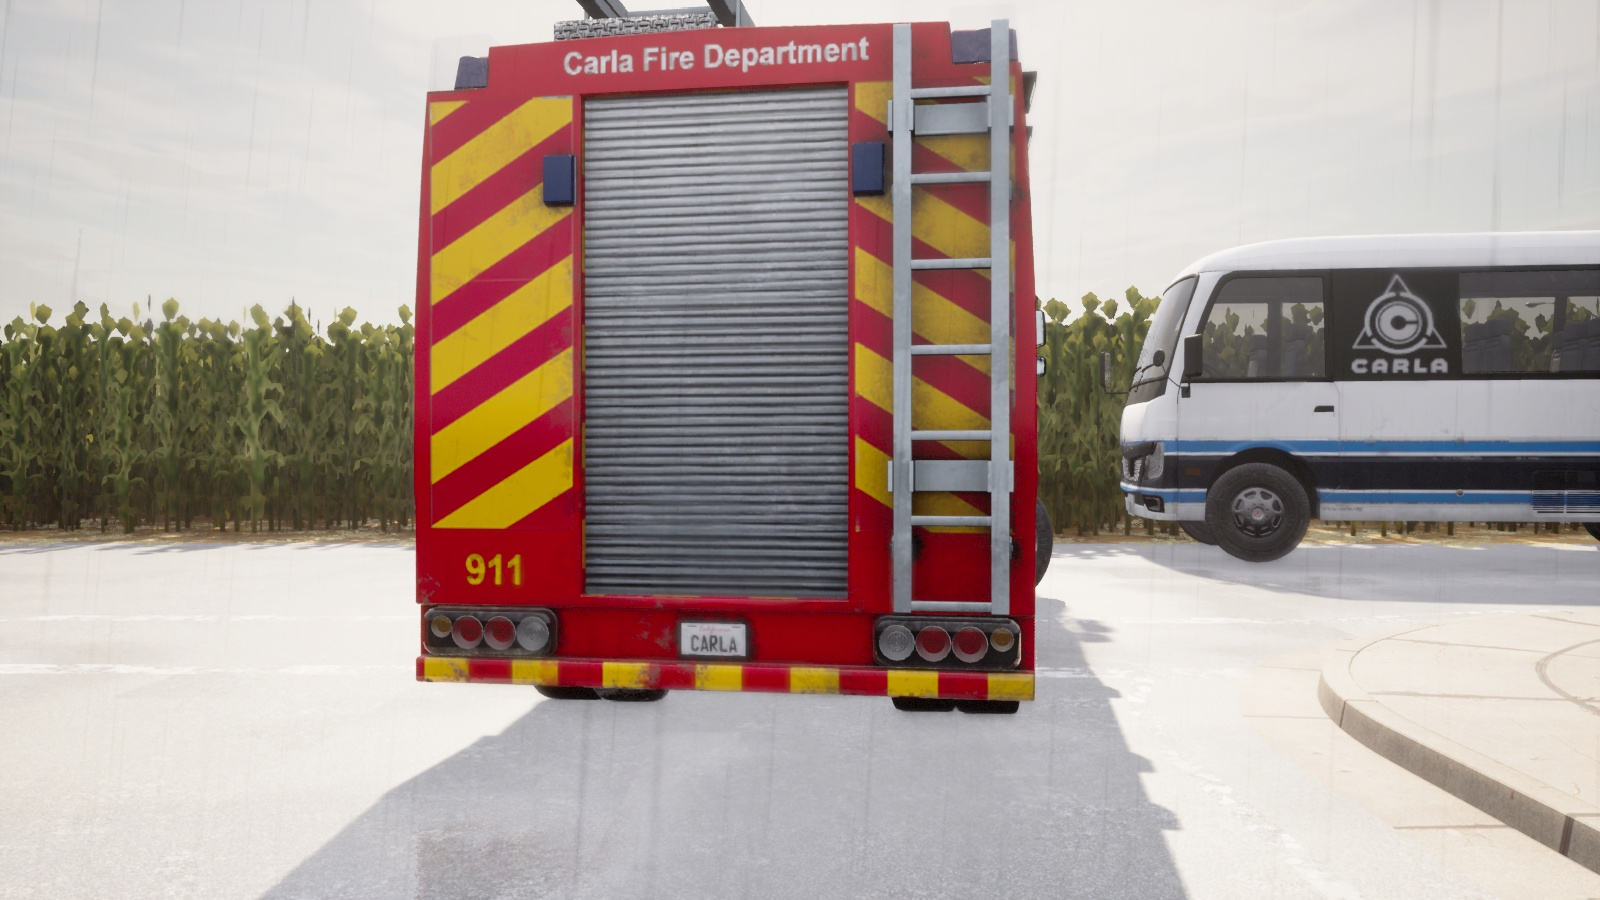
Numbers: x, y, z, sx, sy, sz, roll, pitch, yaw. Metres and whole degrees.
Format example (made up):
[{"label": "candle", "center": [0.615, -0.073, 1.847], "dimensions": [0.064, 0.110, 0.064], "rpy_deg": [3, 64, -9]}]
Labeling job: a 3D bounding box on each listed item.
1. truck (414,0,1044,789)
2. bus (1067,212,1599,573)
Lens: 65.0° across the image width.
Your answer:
[{"label": "truck", "center": [0.310, -0.466, 9.815], "dimensions": [2.891, 3.827, 8.468], "rpy_deg": [0, 0, 9]}, {"label": "bus", "center": [8.975, -0.691, 16.848], "dimensions": [10.273, 4.253, 3.944], "rpy_deg": [0, 0, 8]}]
